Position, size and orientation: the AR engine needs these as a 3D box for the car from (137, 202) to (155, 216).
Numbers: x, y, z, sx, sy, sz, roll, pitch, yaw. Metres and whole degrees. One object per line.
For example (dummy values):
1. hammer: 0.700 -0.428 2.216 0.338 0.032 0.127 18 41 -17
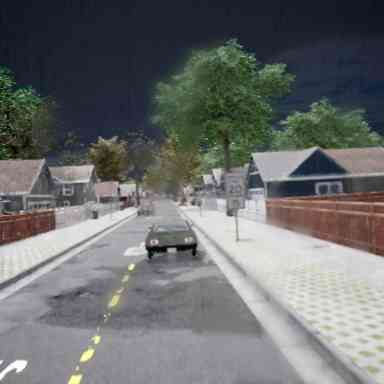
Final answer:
1. car: -5.850 2.066 42.901 2.097 1.767 4.553 -3 -1 -4

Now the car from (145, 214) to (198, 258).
1. car: -0.854 1.775 13.822 1.895 1.301 4.718 -3 -1 -4
